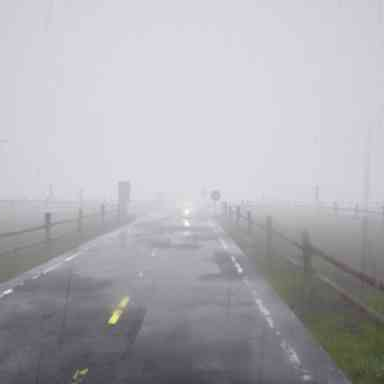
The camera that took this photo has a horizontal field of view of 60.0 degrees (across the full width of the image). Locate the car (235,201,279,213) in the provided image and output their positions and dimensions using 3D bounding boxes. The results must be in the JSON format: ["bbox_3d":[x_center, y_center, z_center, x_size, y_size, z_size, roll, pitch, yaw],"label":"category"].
[{"bbox_3d":[7.259,1.664,37.504,4.718,1.301,1.895,1,-1,-1],"label":"car"}]

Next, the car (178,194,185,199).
[{"bbox_3d":[-2.759,1.131,89.357,1.994,1.385,4.181,0,0,0],"label":"car"}]
